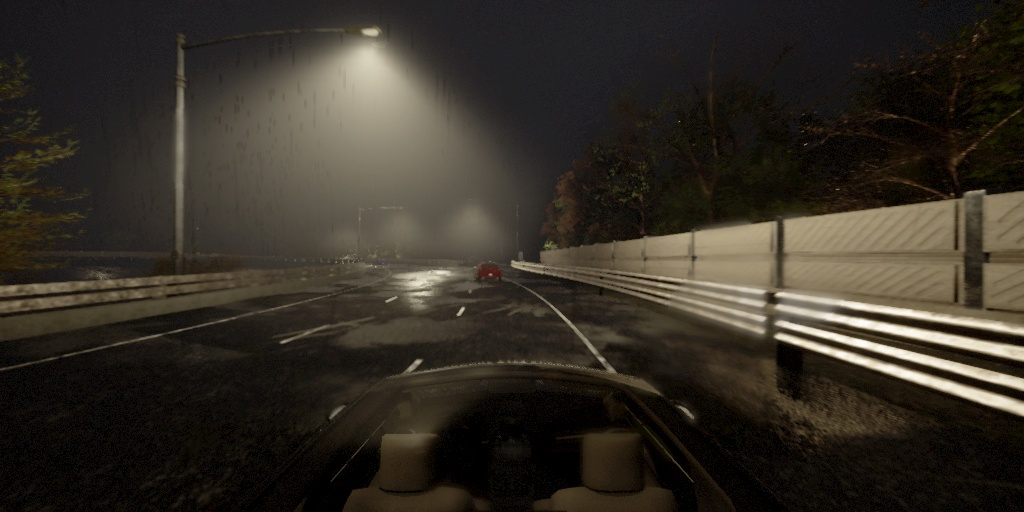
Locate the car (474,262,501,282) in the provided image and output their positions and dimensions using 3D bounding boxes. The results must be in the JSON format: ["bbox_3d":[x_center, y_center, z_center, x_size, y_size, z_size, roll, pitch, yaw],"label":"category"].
[{"bbox_3d":[-2.078,1.275,29.742,1.882,1.535,5.008,1,0,-11],"label":"car"}]
